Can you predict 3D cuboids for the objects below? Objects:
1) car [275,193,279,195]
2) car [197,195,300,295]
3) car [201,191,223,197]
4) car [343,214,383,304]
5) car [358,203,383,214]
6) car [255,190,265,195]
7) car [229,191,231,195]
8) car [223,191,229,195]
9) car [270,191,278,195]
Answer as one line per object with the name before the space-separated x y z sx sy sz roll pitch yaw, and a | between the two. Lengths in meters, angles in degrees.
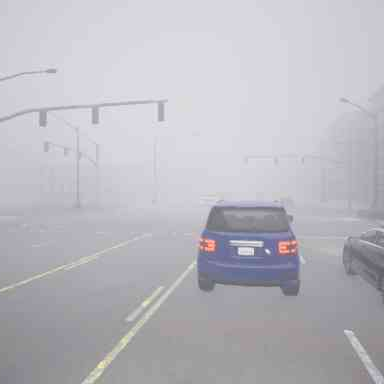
car | 13.896 1.289 49.283 2.128 1.511 4.902 0 1 11
car | 1.544 1.221 8.964 2.150 2.045 5.566 0 0 11
car | 2.643 1.079 47.512 2.150 2.045 5.566 0 1 11
car | 4.806 1.492 7.432 2.128 1.511 4.902 0 0 11
car | 15.634 1.553 26.644 4.181 1.385 1.994 1 0 6
car | 15.504 0.904 75.469 1.994 1.385 4.181 0 1 11
car | 6.834 0.741 67.926 2.150 2.045 5.566 0 1 12
car | 4.701 0.926 57.693 2.150 2.045 5.566 0 1 12
car | 20.819 0.563 84.141 2.097 1.767 4.553 0 1 11
